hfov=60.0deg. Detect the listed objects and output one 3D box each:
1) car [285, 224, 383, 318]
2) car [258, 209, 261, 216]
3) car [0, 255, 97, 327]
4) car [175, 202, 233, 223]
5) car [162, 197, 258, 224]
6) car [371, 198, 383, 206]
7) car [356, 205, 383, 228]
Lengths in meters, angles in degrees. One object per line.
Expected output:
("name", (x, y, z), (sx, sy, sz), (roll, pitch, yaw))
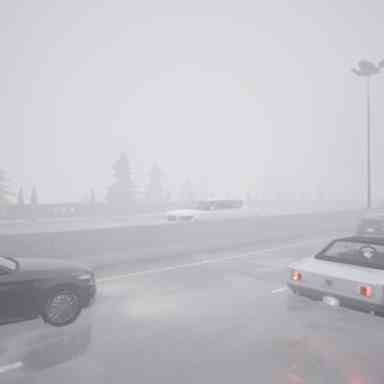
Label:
("car", (4.166, 1.634, 7.264), (4.718, 1.301, 1.895), (0, 0, -40))
("car", (3.362, 1.664, 25.329), (4.674, 1.442, 1.812), (0, 0, -42))
("car", (-3.950, 1.554, 5.406), (4.674, 1.442, 1.812), (0, 0, -36))
("car", (1.091, 1.633, 28.007), (5.008, 1.535, 1.882), (0, 0, -42))
("car", (0.968, 1.322, 18.554), (5.566, 2.045, 2.150), (0, 0, -41))
("car", (30.265, 1.791, 53.828), (4.553, 1.767, 2.097), (3, -2, -41))
("car", (10.028, 1.611, 16.983), (4.674, 1.442, 1.812), (0, 0, -41))
